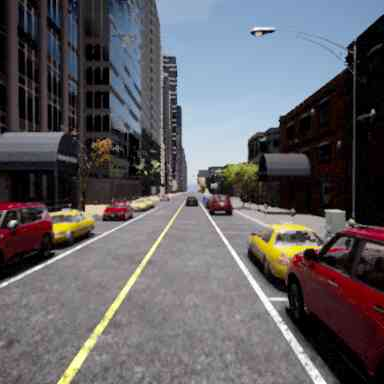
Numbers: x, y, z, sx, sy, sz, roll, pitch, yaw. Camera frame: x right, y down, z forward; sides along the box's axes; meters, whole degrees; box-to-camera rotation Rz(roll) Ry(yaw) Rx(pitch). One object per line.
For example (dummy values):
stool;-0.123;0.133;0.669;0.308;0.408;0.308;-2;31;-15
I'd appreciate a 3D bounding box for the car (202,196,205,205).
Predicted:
car;2.674;1.405;42.743;1.947;1.339;4.313;-1;0;0

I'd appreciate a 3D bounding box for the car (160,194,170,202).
car;-5.712;1.176;70.428;1.967;1.590;4.097;-1;0;0

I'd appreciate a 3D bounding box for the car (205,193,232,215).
car;2.671;1.196;31.674;2.192;1.841;5.009;-1;0;0

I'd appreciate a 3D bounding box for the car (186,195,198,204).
car;-0.007;1.322;59.814;2.033;1.411;5.357;0;0;0

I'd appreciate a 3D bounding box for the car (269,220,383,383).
car;2.674;1.300;4.001;2.192;1.841;5.009;-1;0;0

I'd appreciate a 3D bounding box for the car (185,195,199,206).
car;-0.006;1.319;49.528;1.837;1.490;4.892;0;0;0

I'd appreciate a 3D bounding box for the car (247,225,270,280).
car;2.677;1.488;9.706;1.752;1.417;4.829;-1;0;0

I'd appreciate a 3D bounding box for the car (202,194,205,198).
car;2.673;1.400;48.278;1.802;1.307;4.206;-1;0;0

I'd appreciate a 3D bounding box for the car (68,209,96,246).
car;-5.704;1.470;14.911;1.752;1.417;4.829;-1;0;0

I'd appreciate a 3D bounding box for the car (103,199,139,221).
car;-5.705;1.447;26.150;1.887;1.381;4.507;-1;0;0

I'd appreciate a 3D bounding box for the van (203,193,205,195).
van;2.668;1.118;59.345;1.690;1.788;3.998;-1;0;0

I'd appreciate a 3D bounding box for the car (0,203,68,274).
car;-5.706;1.279;9.544;2.192;1.841;5.009;-1;0;0

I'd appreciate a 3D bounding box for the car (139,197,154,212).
car;-5.707;1.387;37.050;1.752;1.417;4.829;-1;0;0
